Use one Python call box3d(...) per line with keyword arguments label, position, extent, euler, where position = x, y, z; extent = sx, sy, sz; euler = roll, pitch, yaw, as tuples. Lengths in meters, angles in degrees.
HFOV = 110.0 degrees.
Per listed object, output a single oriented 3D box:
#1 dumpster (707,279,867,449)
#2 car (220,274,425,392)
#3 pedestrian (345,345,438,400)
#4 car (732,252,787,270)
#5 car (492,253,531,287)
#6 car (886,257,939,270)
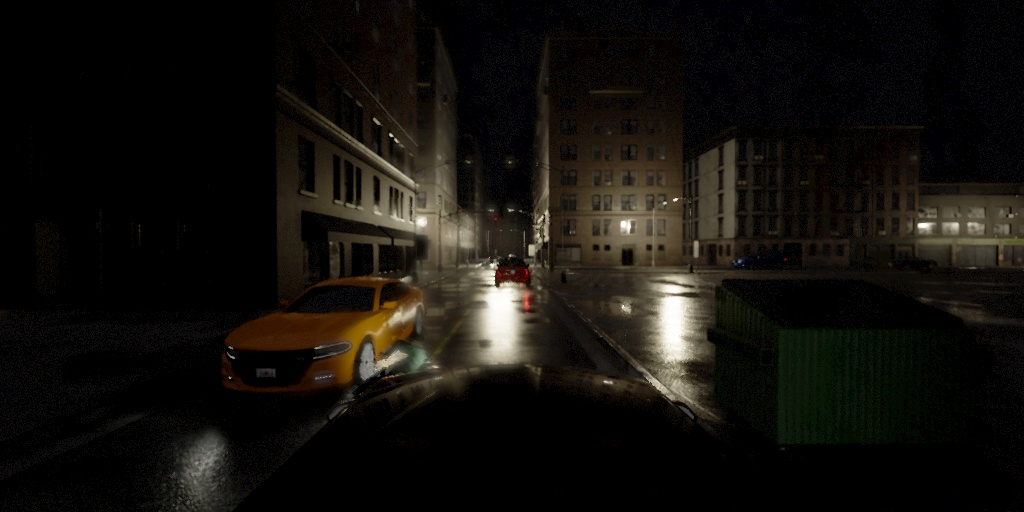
box3d(label="dumpster", position=(3.133, 1.116, 4.678), extent=(1.020, 1.700, 1.940), euler=(0, 0, 0))
box3d(label="car", position=(-3.109, 1.176, 7.027), extent=(1.882, 1.535, 5.008), euler=(0, 1, 0))
box3d(label="pedestrian", position=(-1.549, 1.519, 4.305), extent=(1.860, 0.375, 0.375), euler=(-21, 38, 13))
box3d(label="car", position=(28.896, 0.583, 41.907), extent=(5.566, 2.045, 2.150), euler=(0, 1, 0))
box3d(label="car", position=(0.061, 0.900, 22.342), extent=(2.097, 1.767, 4.553), euler=(0, 1, 0))
box3d(label="car", position=(46.726, 0.890, 41.948), extent=(4.902, 1.511, 2.128), euler=(0, 1, 0))
